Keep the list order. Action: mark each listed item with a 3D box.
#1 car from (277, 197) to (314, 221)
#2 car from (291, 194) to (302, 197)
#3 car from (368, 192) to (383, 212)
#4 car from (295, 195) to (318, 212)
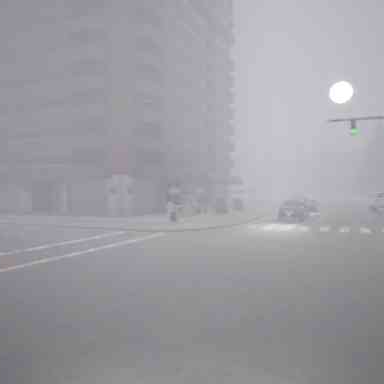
[{"bbox_3d":[8.023,1.372,26.149,2.128,1.511,4.902,-1,0,26],"label":"car"},{"bbox_3d":[15.728,1.136,48.628,2.097,1.767,4.553,-1,0,-1],"label":"car"},{"bbox_3d":[20.056,0.974,35.066,2.150,2.045,5.566,0,0,21],"label":"car"},{"bbox_3d":[12.561,1.374,35.795,2.033,1.411,5.357,-1,0,24],"label":"car"}]
